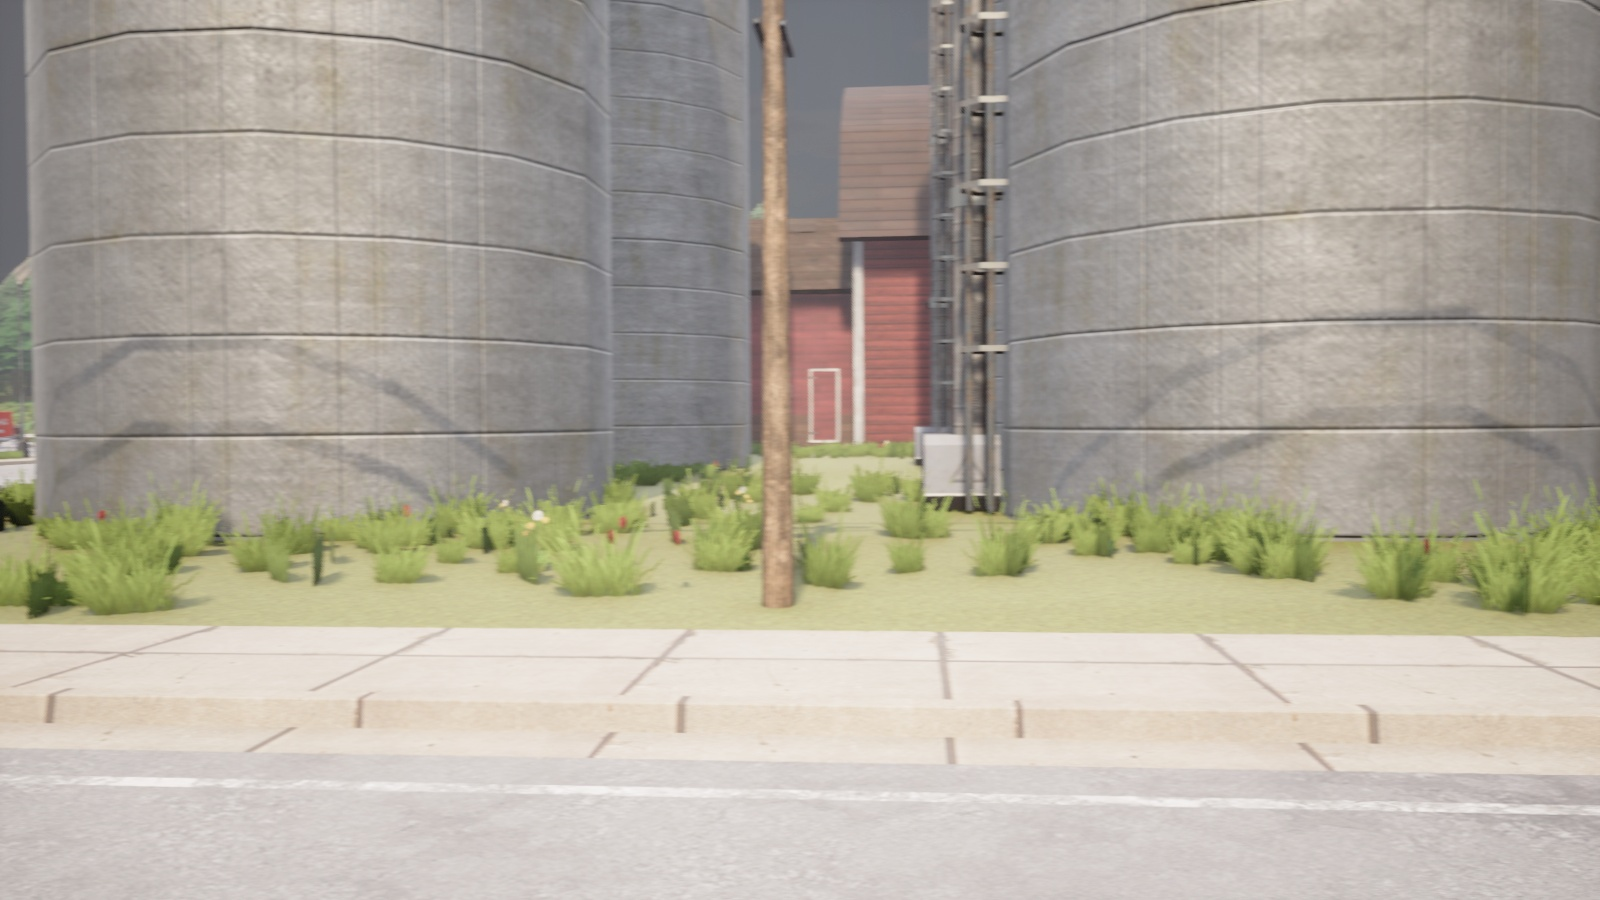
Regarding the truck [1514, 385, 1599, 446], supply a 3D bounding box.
[{"bbox_3d":[45.789,-2.038,74.348,2.891,3.462,7.936,0,2,4],"label":"truck"}]
